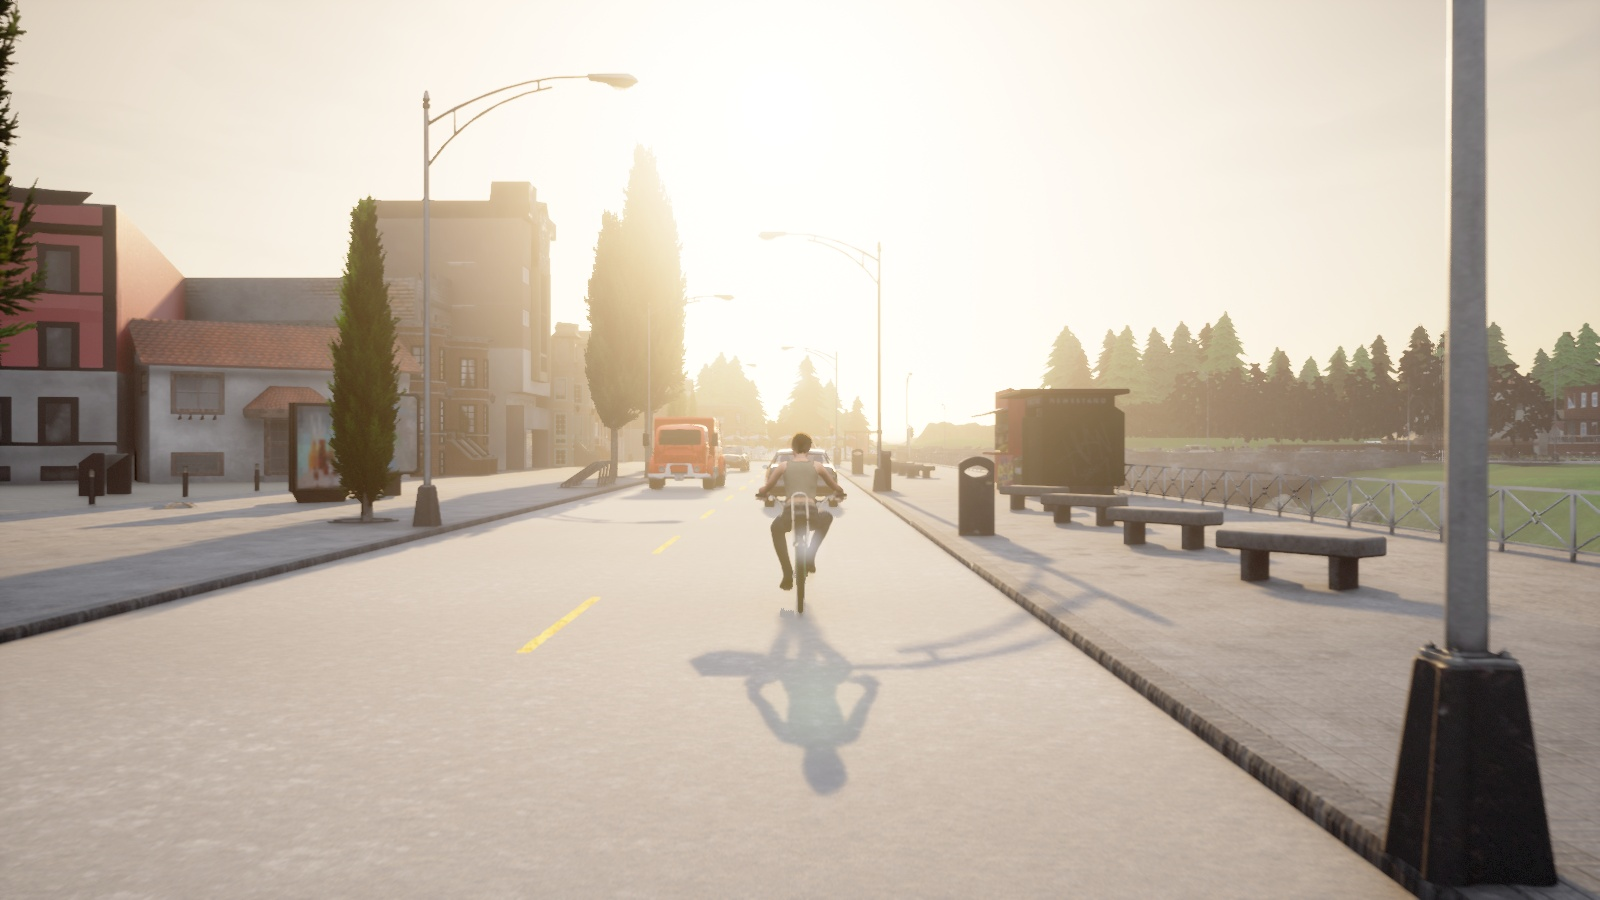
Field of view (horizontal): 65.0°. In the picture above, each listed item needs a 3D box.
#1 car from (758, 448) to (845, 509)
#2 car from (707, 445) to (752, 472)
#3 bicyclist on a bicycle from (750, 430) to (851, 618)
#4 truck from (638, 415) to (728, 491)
[{"bbox_3d":[0.037,0.664,32.004,2.033,1.411,5.357,0,0,0],"label":"car"},{"bbox_3d":[-3.915,0.457,70.338,2.163,1.488,4.792,0,0,1],"label":"car"},{"bbox_3d":[0.011,0.636,11.545,0.866,1.612,1.509,0,0,1],"label":"bicyclist on a bicycle"},{"bbox_3d":[-3.959,0.080,43.575,2.627,2.467,5.204,0,0,0],"label":"truck"}]
